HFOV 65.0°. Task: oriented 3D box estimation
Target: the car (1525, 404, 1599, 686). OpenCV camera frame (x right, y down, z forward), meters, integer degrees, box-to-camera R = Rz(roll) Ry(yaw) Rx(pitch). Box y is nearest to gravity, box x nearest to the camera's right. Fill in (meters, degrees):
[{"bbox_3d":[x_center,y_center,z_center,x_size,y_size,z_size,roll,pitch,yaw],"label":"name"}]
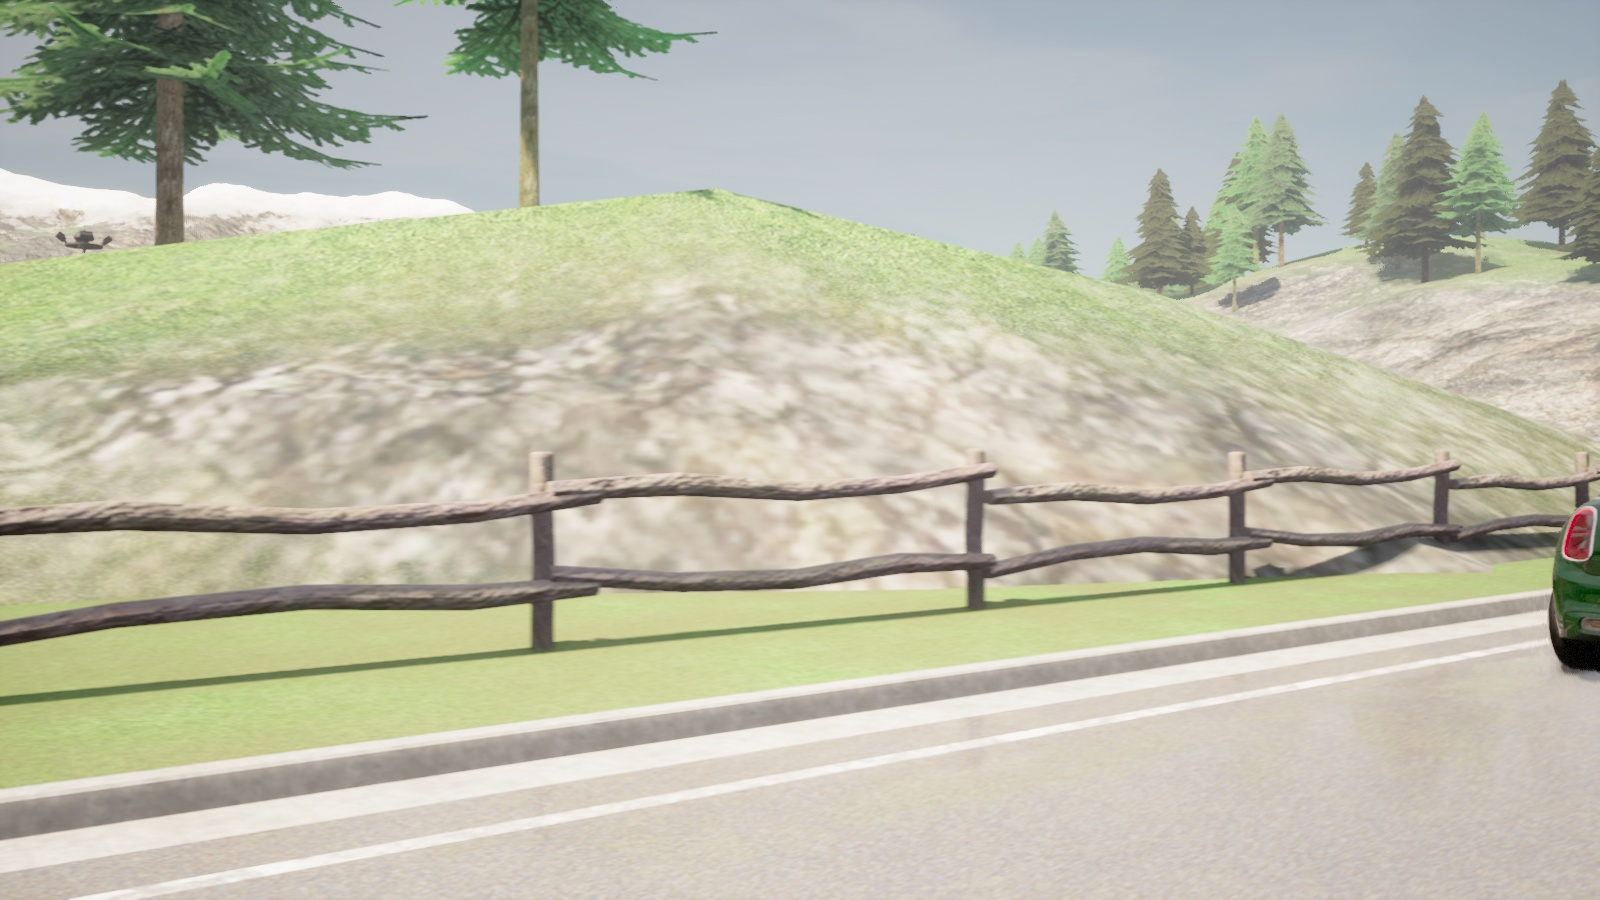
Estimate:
[{"bbox_3d":[7.238,0.591,8.698,4.553,1.767,2.097,0,0,-35],"label":"car"}]
